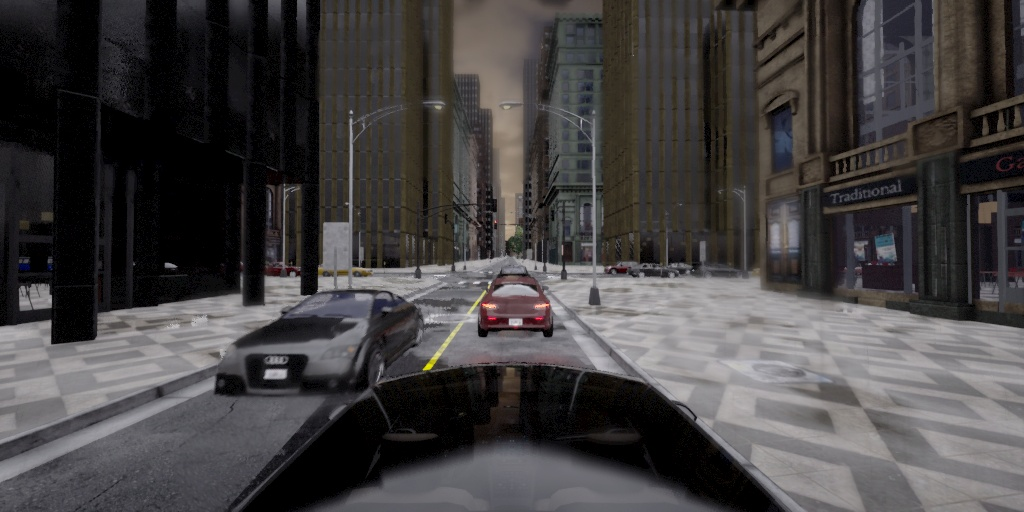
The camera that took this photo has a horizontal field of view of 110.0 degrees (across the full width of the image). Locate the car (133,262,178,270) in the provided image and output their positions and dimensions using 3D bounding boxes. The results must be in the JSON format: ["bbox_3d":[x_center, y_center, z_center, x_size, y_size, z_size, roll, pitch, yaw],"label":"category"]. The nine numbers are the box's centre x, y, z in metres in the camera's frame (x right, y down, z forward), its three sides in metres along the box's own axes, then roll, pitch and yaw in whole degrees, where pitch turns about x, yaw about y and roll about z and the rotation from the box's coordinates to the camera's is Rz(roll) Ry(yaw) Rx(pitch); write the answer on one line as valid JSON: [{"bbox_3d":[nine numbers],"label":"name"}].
[{"bbox_3d":[-30.673,1.196,31.228,4.313,1.339,1.948,0,0,0],"label":"car"}]

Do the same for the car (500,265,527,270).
[{"bbox_3d":[0.092,1.247,19.394,2.128,1.511,4.902,0,0,0],"label":"car"}]

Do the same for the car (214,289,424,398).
[{"bbox_3d":[-3.000,1.315,6.548,1.994,1.385,4.181,0,0,0],"label":"car"}]

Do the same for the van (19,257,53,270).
[{"bbox_3d":[-41.274,0.956,31.188,3.998,1.789,1.690,0,0,0],"label":"van"}]

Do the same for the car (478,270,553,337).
[{"bbox_3d":[0.088,1.278,10.141,1.812,1.442,4.674,0,0,0],"label":"car"}]

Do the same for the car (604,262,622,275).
[{"bbox_3d":[12.315,1.313,39.913,4.097,1.591,1.967,0,0,0],"label":"car"}]

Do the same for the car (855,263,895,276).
[{"bbox_3d":[40.656,1.455,40.018,4.097,1.591,1.967,0,0,0],"label":"car"}]

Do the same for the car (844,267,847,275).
[{"bbox_3d":[34.989,1.561,39.997,4.207,1.307,1.802,0,0,0],"label":"car"}]

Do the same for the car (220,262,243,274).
[{"bbox_3d":[-30.973,1.305,39.751,4.507,1.381,1.888,0,0,0],"label":"car"}]

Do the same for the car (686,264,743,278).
[{"bbox_3d":[17.986,1.330,31.410,4.313,1.339,1.948,0,0,0],"label":"car"}]

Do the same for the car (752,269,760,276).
[{"bbox_3d":[23.823,1.314,31.431,4.829,1.417,1.751,0,0,0],"label":"car"}]

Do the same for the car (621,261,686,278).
[{"bbox_3d":[12.316,1.294,31.389,4.403,1.370,2.007,0,0,0],"label":"car"}]

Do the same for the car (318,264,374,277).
[{"bbox_3d":[-14.603,1.188,31.288,4.829,1.417,1.751,0,0,0],"label":"car"}]

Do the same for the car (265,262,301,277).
[{"bbox_3d":[-20.073,1.195,31.268,4.507,1.381,1.888,0,0,0],"label":"car"}]
